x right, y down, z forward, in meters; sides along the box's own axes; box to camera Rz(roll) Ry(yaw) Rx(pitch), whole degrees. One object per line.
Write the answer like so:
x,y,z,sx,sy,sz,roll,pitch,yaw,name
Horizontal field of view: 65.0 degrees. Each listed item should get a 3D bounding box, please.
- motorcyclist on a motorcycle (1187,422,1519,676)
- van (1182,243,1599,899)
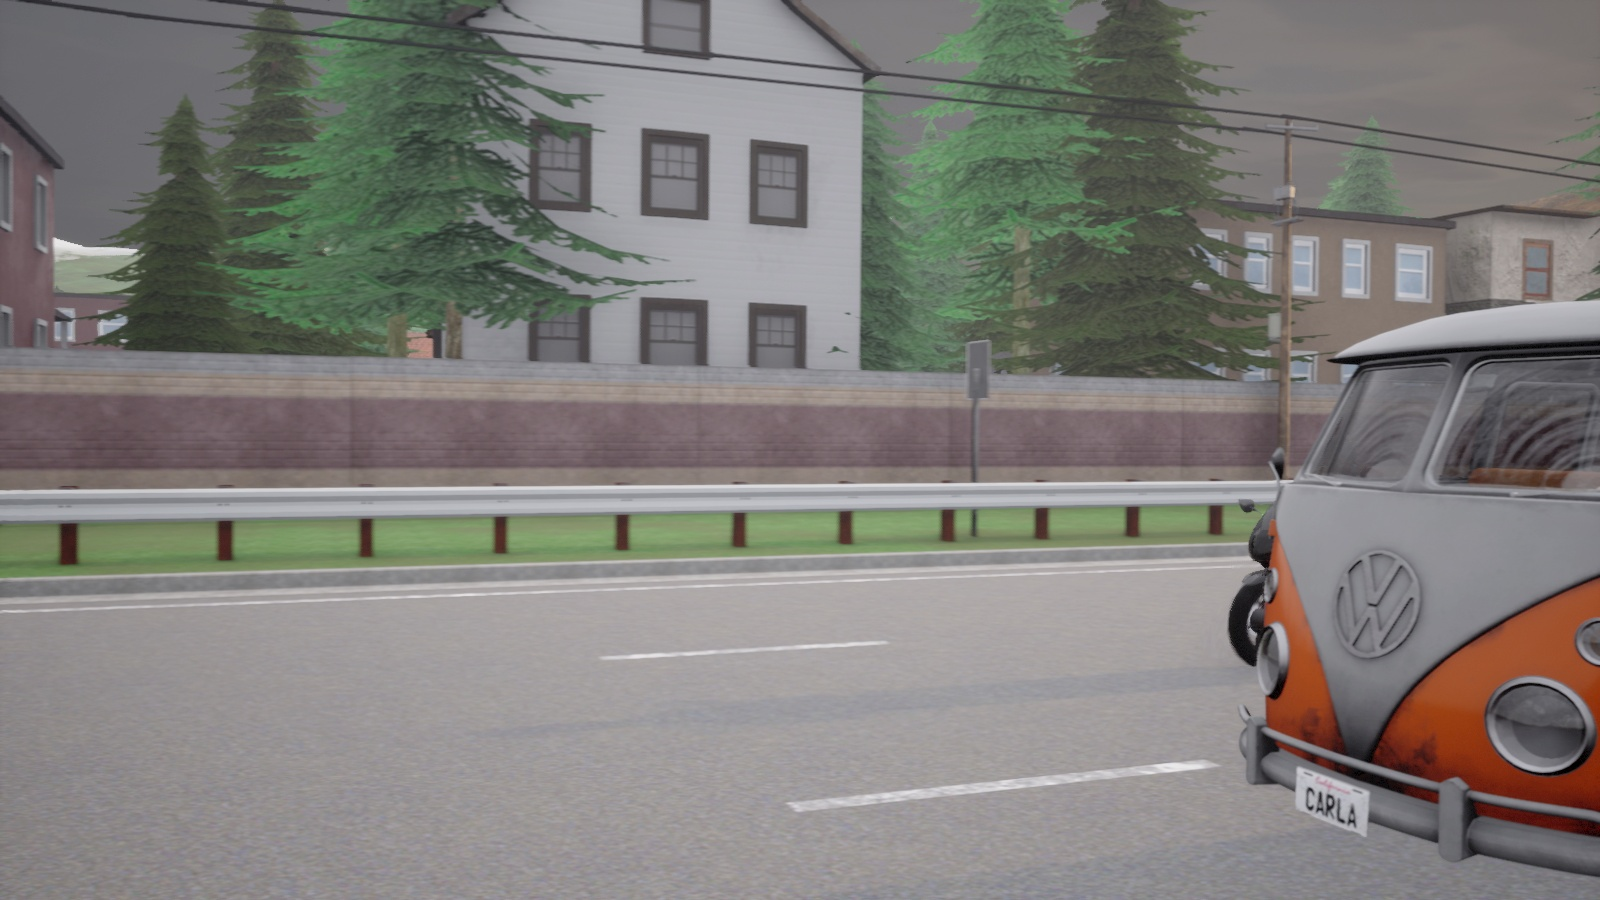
3.692,0.593,8.384,2.044,1.523,0.797,-1,1,-21,motorcyclist on a motorcycle
3.839,0.425,4.693,4.442,1.987,1.775,-1,1,-21,van
